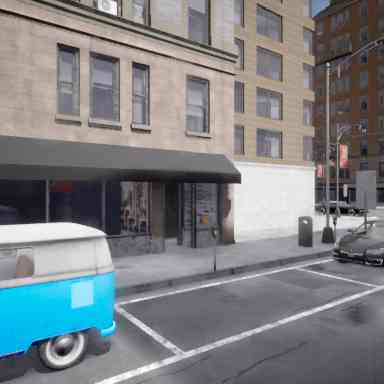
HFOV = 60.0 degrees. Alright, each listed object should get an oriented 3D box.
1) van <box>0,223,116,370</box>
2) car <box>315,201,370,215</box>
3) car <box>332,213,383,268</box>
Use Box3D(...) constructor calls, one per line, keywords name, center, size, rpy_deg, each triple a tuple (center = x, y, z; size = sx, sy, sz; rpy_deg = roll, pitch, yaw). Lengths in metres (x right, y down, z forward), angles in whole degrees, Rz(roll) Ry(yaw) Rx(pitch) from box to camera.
Box3D(name="van", center=(-2.957, 1.341, 4.081), size=(3.998, 1.788, 1.690), rpy_deg=(0, 0, -35))
Box3D(name="car", center=(13.798, 1.524, 30.922), size=(1.895, 1.301, 4.718), rpy_deg=(0, 0, -35))
Box3D(name="car", center=(6.262, 1.551, 10.655), size=(4.403, 1.369, 2.008), rpy_deg=(0, 0, -35))
